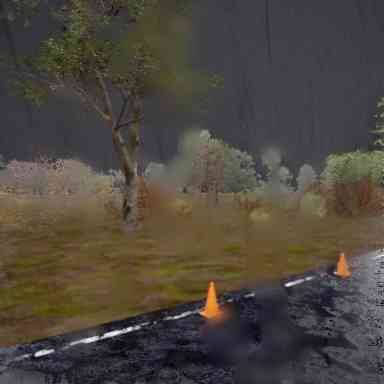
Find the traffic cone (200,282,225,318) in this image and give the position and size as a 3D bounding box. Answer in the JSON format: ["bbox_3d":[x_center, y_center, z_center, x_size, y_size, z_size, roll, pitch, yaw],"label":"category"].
[{"bbox_3d":[0.374,1.972,6.174,0.340,0.580,0.340,0,0,-38],"label":"traffic cone"}]

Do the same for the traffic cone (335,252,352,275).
[{"bbox_3d":[4.188,1.974,9.240,0.340,0.580,0.340,0,0,-40],"label":"traffic cone"}]
